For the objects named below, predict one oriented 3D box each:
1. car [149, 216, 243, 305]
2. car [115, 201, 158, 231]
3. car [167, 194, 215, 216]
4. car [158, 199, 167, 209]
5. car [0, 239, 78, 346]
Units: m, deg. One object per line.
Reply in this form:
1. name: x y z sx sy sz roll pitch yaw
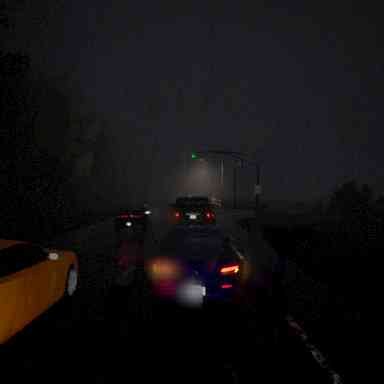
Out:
1. car: 0.076 1.528 7.979 1.812 1.442 4.674 0 0 0
2. car: -3.476 1.510 20.673 1.837 1.490 4.892 0 0 0
3. car: 0.036 1.227 17.751 2.150 2.045 5.566 0 0 0
4. car: -3.558 1.571 42.446 1.994 1.385 4.181 0 0 0
5. car: -3.420 1.479 5.317 1.882 1.535 5.008 0 0 0
